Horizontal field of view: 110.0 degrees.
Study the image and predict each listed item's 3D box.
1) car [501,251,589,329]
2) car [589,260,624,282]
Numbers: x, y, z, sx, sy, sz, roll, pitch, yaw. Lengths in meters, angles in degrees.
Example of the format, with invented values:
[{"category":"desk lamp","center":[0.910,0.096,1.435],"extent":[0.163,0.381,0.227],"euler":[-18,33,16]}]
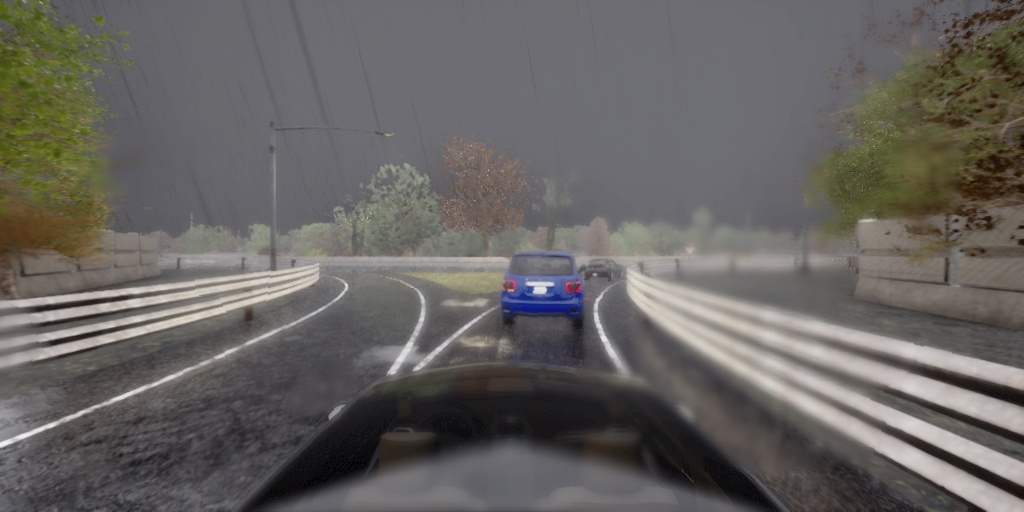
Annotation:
[{"category":"car","center":[1.141,0.877,11.181],"extent":[2.150,2.045,5.566],"euler":[0,1,10]},{"category":"car","center":[6.703,1.017,25.661],"extent":[1.837,1.490,4.892],"euler":[0,1,30]}]
